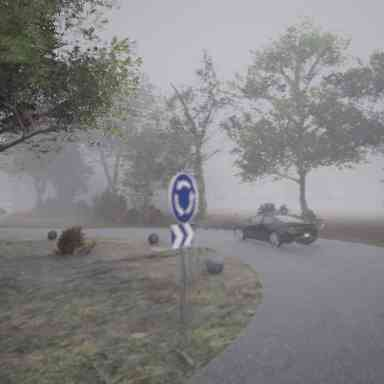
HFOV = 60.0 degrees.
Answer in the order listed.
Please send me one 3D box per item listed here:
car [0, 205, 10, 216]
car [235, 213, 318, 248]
[{"bbox_3d":[-31.640,3.297,54.579,2.033,1.411,5.357,-2,-1,-24],"label":"car"},{"bbox_3d":[4.016,1.797,16.746,1.882,1.535,5.008,1,-2,-23],"label":"car"}]
